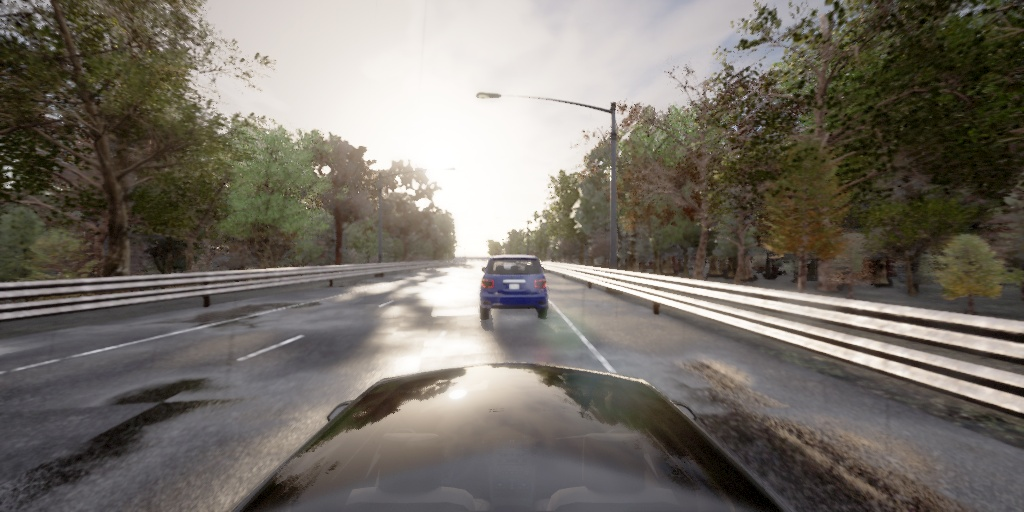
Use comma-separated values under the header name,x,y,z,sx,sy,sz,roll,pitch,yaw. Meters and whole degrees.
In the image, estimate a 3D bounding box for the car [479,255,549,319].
name,x,y,z,sx,sy,sz,roll,pitch,yaw
car,0.046,0.988,13.078,2.150,2.045,5.566,0,0,0
